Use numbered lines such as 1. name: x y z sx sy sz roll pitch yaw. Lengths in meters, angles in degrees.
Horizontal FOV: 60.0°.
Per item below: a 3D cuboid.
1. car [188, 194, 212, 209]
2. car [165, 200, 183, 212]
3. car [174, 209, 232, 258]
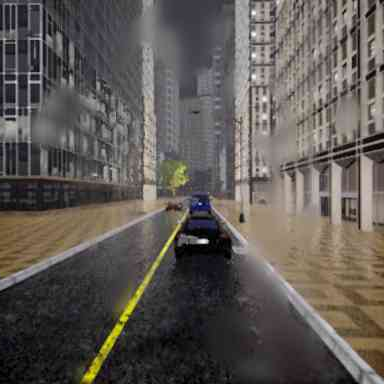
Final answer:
1. car: 0.831 1.234 34.032 2.150 2.045 5.566 0 0 1
2. car: -2.026 1.623 38.323 1.895 1.301 4.718 0 0 1
3. car: 0.401 1.568 12.760 1.994 1.385 4.181 0 0 1
